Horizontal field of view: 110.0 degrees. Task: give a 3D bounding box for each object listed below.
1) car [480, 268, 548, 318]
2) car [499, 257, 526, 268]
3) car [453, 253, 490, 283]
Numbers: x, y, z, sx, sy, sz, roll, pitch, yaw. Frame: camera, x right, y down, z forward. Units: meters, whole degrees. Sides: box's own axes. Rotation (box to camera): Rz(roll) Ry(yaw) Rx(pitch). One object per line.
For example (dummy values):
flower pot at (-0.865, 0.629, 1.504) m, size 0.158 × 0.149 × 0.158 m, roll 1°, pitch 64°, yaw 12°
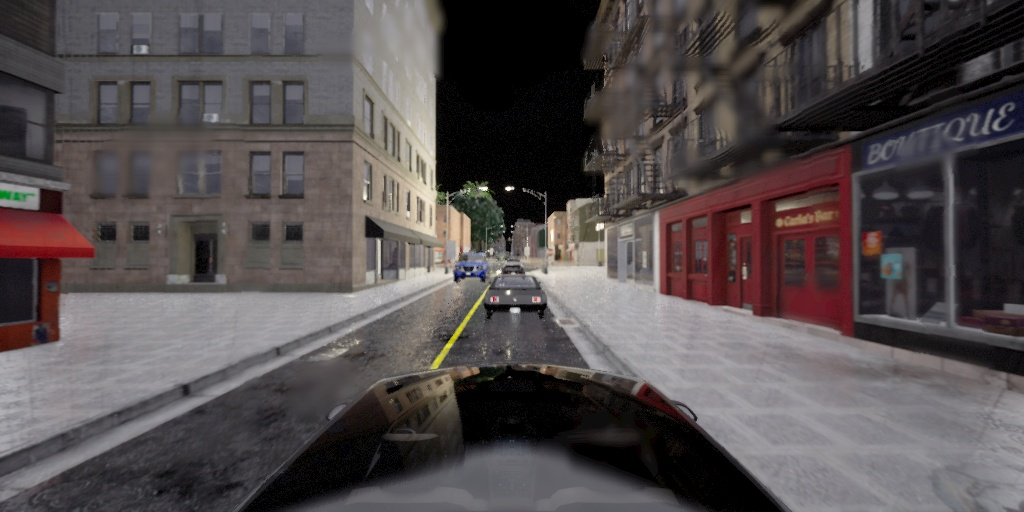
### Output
car at (0.100, 1.272, 12.579) m, size 1.895 × 1.301 × 4.718 m, roll 0°, pitch 0°, yaw 0°
car at (0.100, 1.034, 29.247) m, size 1.837 × 1.490 × 4.892 m, roll 0°, pitch 0°, yaw 0°
car at (-2.819, 0.781, 26.034) m, size 2.150 × 2.045 × 5.566 m, roll 0°, pitch 0°, yaw 0°
